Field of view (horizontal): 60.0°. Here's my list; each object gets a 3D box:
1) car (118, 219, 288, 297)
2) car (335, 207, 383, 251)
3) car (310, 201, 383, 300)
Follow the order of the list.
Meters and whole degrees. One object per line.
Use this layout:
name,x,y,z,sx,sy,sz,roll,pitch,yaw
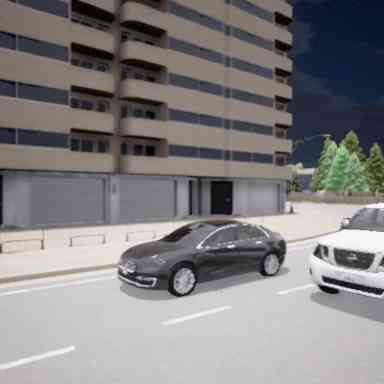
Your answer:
car,0.480,1.521,8.755,4.892,1.490,1.837,1,0,-37
car,8.437,1.545,15.384,1.837,1.490,4.892,0,0,42
car,5.109,1.244,7.836,5.566,2.045,2.150,0,0,-37
